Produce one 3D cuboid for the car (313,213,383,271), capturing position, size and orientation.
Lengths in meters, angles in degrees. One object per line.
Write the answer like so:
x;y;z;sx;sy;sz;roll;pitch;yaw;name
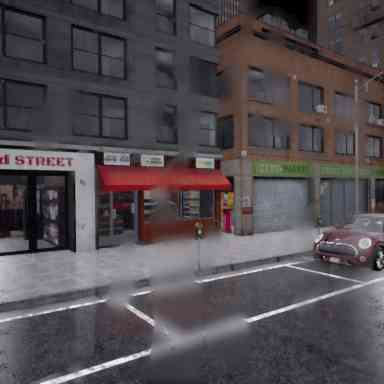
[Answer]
5.728;1.439;10.757;4.097;1.590;1.967;0;-1;-36;car
